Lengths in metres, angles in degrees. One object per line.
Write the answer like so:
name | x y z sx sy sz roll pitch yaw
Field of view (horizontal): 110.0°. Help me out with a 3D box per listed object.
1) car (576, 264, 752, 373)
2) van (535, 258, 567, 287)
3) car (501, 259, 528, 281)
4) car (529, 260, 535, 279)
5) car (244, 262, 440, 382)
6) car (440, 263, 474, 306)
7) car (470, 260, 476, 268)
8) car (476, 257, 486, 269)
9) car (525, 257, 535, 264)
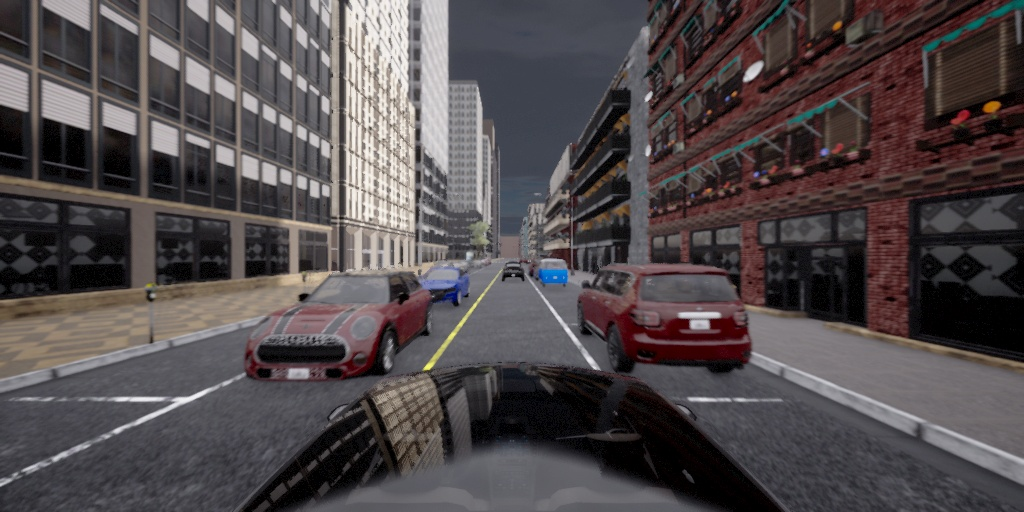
car | 2.691 1.065 7.522 2.192 1.841 5.009 0 0 0
van | 2.695 1.096 24.174 1.690 1.789 3.998 0 0 0
car | 0.106 1.264 30.505 1.837 1.490 4.892 0 0 0
car | 2.696 1.308 29.725 2.007 1.370 4.403 0 0 0
car | -3.080 1.103 7.422 2.097 1.767 4.553 0 0 0
car | -2.998 1.231 15.923 1.882 1.535 5.008 0 0 0
car | -5.682 1.314 40.828 2.007 1.370 4.403 0 0 0
car | -5.678 1.325 57.480 2.007 1.370 4.403 0 0 0
car | 2.697 1.074 35.276 2.192 1.841 5.009 0 0 0
